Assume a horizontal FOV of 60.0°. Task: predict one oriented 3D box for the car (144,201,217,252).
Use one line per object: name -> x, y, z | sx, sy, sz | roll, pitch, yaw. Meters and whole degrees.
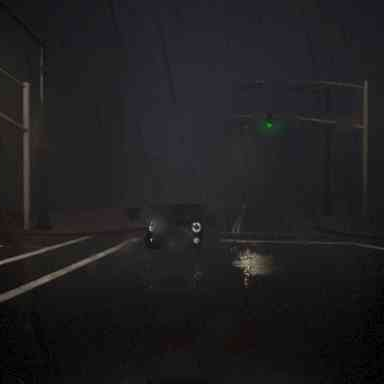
car -> -0.256, 1.215, 13.584 | 2.097, 1.767, 4.553 | 0, 0, 11
